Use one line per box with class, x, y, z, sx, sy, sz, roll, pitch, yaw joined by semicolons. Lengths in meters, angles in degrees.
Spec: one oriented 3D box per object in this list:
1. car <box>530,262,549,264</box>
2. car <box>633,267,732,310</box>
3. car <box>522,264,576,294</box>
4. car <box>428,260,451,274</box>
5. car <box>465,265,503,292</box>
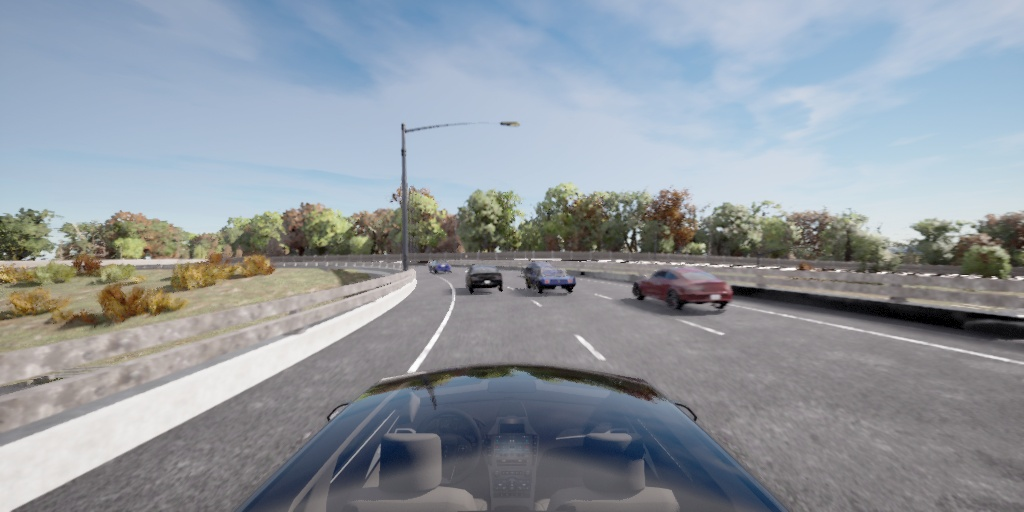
car;2.496;1.253;33.827;2.033;1.411;5.357;-1;0;-16
car;6.376;1.160;13.895;1.812;1.442;4.674;-1;0;-5
car;2.003;1.315;20.200;1.895;1.301;4.718;-1;0;-9
car;-9.222;1.269;45.526;2.097;1.767;4.553;-1;0;-24
car;-1.766;1.260;21.659;1.882;1.535;5.008;-1;0;-11
